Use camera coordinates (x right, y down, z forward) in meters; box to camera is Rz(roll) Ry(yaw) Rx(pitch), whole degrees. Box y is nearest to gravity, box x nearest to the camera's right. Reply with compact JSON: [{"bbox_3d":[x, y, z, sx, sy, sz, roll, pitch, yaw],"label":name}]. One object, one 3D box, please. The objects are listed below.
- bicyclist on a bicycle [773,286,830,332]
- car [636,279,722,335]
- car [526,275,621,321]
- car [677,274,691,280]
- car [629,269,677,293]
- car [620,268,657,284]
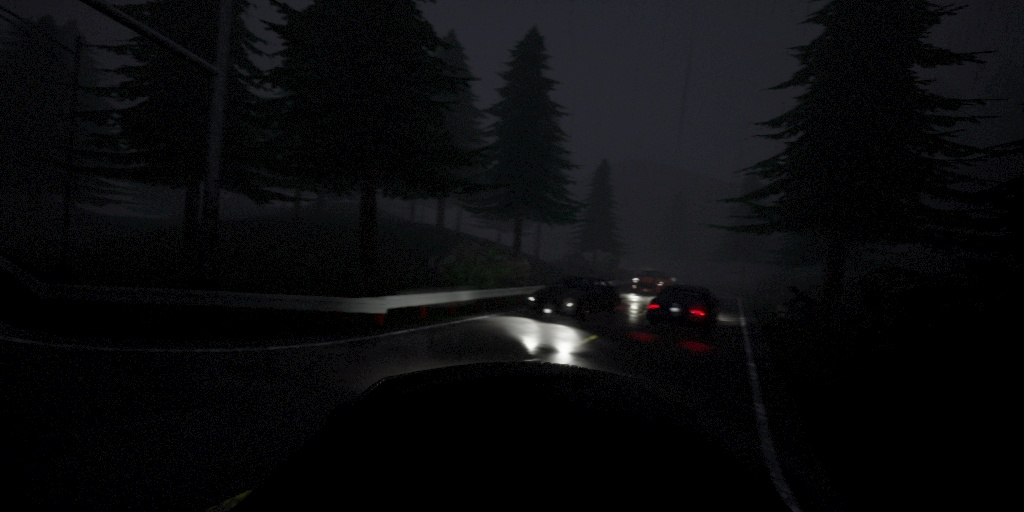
[{"bbox_3d":[10.543,1.937,13.119,1.656,1.620,0.582,-3,-6,31],"label":"bicyclist on a bicycle"},{"bbox_3d":[6.243,1.753,12.796,2.033,1.411,5.357,5,0,33],"label":"car"},{"bbox_3d":[2.628,1.472,13.671,2.033,1.411,5.357,5,0,33],"label":"car"},{"bbox_3d":[18.212,2.640,40.842,1.895,1.301,4.718,4,0,-4],"label":"car"},{"bbox_3d":[10.255,1.826,26.073,2.097,1.767,4.553,5,0,33],"label":"car"},{"bbox_3d":[14.695,2.326,41.872,1.812,1.442,4.674,4,0,-12],"label":"car"}]
